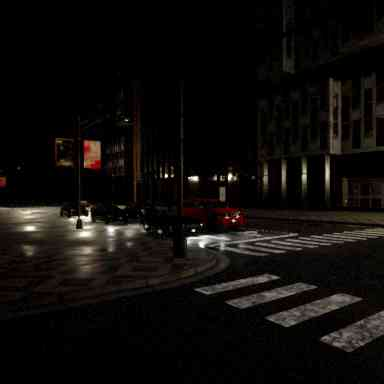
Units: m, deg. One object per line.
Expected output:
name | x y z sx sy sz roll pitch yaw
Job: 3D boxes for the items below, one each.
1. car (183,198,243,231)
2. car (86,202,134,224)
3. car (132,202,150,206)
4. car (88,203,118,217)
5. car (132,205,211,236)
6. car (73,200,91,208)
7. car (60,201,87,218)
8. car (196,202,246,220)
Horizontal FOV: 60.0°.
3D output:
car | 1.023 1.455 22.790 2.150 2.045 5.566 0 -1 -34
car | -7.154 1.855 28.581 1.882 1.535 5.008 0 -1 -36
car | -4.635 1.716 30.653 2.097 1.767 4.553 0 -1 -36
car | -10.421 2.024 38.736 1.812 1.442 4.674 0 -1 -35
car | -1.461 1.793 20.632 2.033 1.411 5.357 0 -1 -36
car | -22.027 2.406 66.420 2.033 1.411 5.357 0 -1 -36
car | -13.067 1.866 36.851 2.097 1.767 4.553 0 -1 -36
car | 2.681 1.765 31.935 1.882 1.535 5.008 0 -1 -36
